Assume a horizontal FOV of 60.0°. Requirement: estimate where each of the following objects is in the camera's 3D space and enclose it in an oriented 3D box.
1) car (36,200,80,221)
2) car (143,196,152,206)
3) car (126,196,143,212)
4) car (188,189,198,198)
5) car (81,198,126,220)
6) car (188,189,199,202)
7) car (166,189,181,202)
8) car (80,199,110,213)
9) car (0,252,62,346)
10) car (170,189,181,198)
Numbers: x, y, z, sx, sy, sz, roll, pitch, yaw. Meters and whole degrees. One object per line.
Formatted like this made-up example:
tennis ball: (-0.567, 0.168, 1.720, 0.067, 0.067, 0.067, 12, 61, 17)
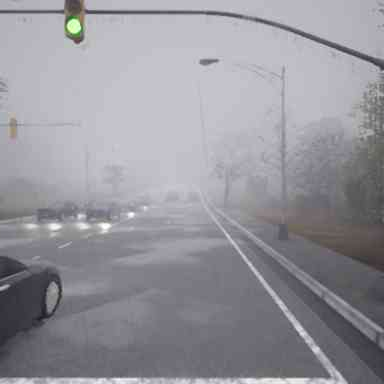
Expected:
car: (-10.540, 1.385, 26.501, 1.882, 1.535, 5.008, 0, 0, 0)
car: (-6.972, 1.248, 48.259, 2.033, 1.411, 5.357, 0, 2, 0)
car: (-7.011, 1.398, 37.007, 1.812, 1.442, 4.674, 0, 0, 0)
car: (0.165, 0.227, 66.492, 1.882, 1.535, 5.008, 0, 3, 0)
car: (-7.038, 1.384, 26.867, 1.882, 1.535, 5.008, 0, 0, 0)
car: (0.239, 0.812, 56.127, 2.128, 1.511, 4.902, 0, 3, 0)
car: (-3.262, 0.644, 56.641, 2.097, 1.767, 4.553, 0, 3, 0)
car: (-10.514, 1.475, 36.297, 1.895, 1.301, 4.718, 0, 0, 0)
car: (-3.387, 1.489, 4.422, 1.837, 1.490, 4.892, 0, 0, 0)
car: (-3.329, 0.216, 66.690, 1.882, 1.535, 5.008, 0, 3, 0)
